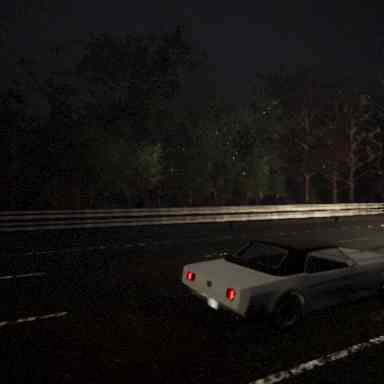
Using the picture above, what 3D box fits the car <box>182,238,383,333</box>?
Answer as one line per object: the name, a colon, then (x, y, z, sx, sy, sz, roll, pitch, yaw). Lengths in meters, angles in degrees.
car: (2.284, 1.614, 6.760, 4.718, 1.301, 1.895, 0, 0, -30)
